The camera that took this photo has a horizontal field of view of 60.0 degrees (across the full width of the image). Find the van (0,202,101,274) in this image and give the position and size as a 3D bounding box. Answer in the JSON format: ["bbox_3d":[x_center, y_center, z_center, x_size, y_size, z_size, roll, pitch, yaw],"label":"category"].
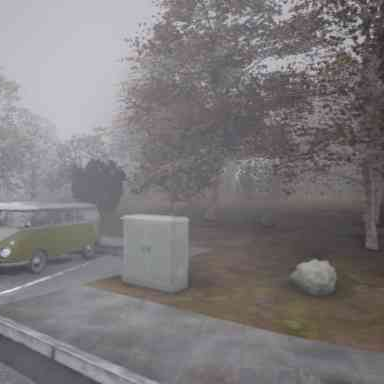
[{"bbox_3d":[-4.800,1.350,10.730,1.878,1.987,4.442,0,-1,16],"label":"van"}]
